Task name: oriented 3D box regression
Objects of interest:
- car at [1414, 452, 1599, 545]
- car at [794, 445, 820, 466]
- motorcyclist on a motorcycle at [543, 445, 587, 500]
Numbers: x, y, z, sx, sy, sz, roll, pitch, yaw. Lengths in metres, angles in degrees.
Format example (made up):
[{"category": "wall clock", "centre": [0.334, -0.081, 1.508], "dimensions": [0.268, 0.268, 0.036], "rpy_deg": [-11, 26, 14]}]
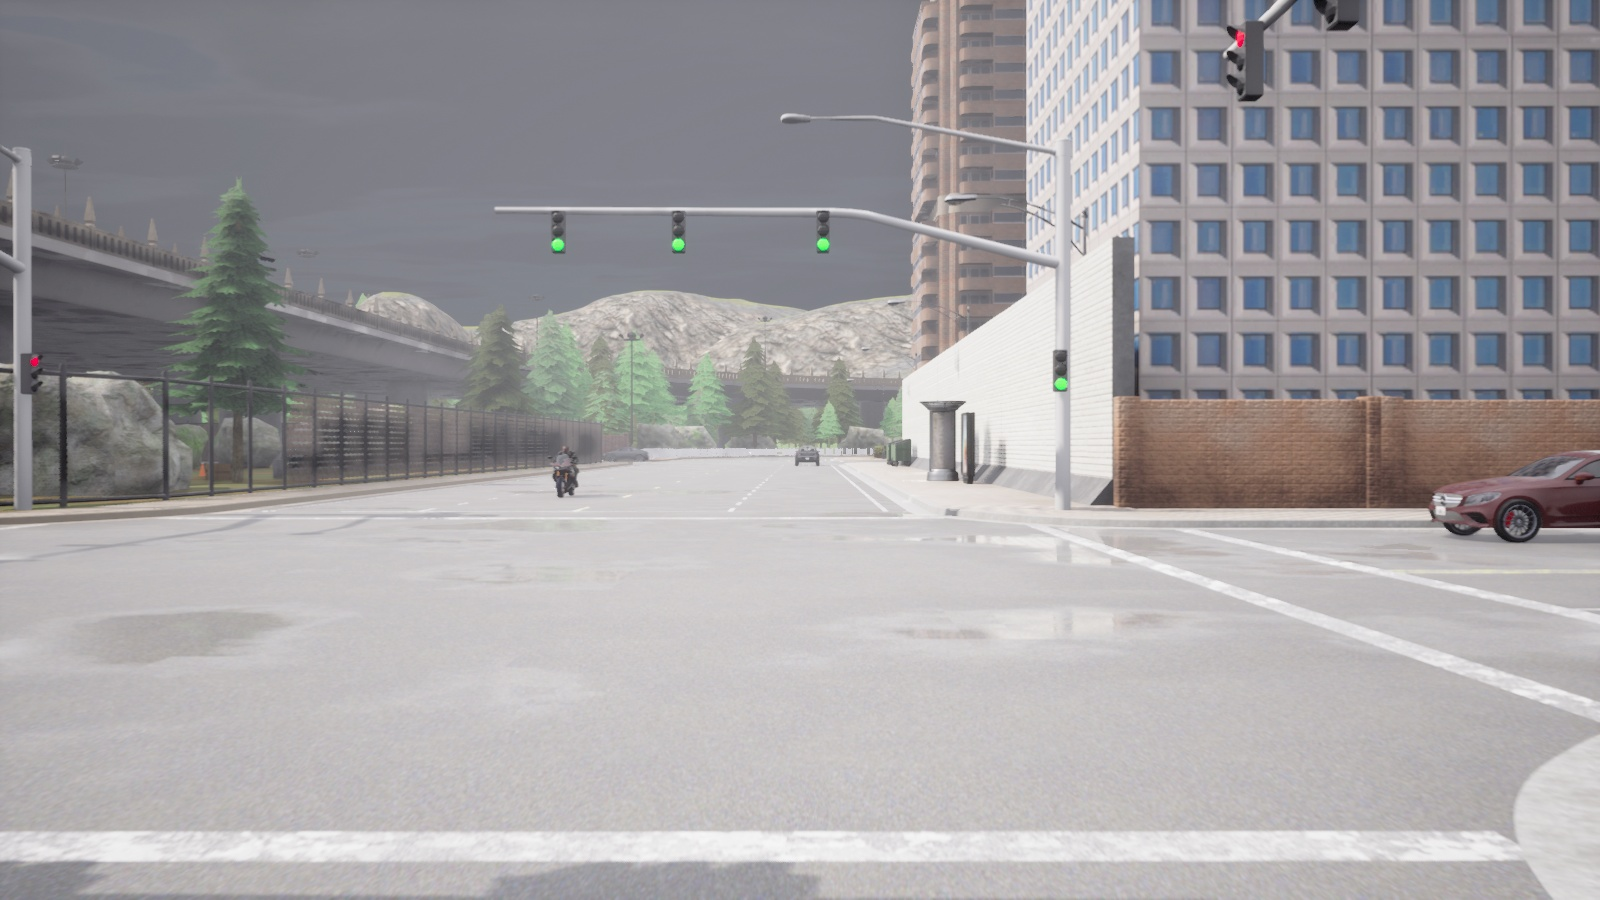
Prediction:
[{"category": "car", "centre": [12.781, 0.755, 20.440], "dimensions": [4.674, 1.442, 1.812], "rpy_deg": [0, 0, 0]}, {"category": "car", "centre": [0.524, 0.392, 89.856], "dimensions": [1.816, 1.474, 4.193], "rpy_deg": [0, 0, 0]}, {"category": "motorcyclist on a motorcycle", "centre": [-6.780, 0.627, 36.345], "dimensions": [0.866, 1.530, 2.191], "rpy_deg": [0, 0, 0]}]
